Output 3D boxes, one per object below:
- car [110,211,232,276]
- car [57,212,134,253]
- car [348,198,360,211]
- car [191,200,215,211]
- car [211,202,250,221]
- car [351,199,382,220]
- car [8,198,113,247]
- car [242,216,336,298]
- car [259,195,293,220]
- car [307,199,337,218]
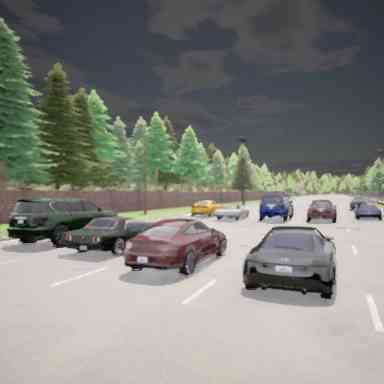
[{"bbox_3d":[-0.351,1.555,10.562,1.812,1.442,4.674,0,0,23],"label":"car"},{"bbox_3d":[-2.870,1.646,13.523,1.895,1.301,4.718,0,0,23],"label":"car"},{"bbox_3d":[20.319,1.549,40.848,1.837,1.490,4.892,0,0,24],"label":"car"},{"bbox_3d":[1.541,1.559,32.530,1.882,1.535,5.008,0,0,23],"label":"car"},{"bbox_3d":[3.529,1.664,28.311,1.895,1.301,4.718,0,0,23],"label":"car"},{"bbox_3d":[14.990,1.591,28.480,1.994,1.385,4.181,0,0,24],"label":"car"},{"bbox_3d":[-5.744,1.282,15.696,2.150,2.045,5.566,0,0,23],"label":"car"},{"bbox_3d":[2.706,1.579,8.776,1.994,1.385,4.181,0,0,23],"label":"car"},{"bbox_3d":[7.053,1.272,27.645,2.150,2.045,5.566,0,0,23],"label":"car"},{"bbox_3d":[10.427,1.389,26.632,2.097,1.767,4.553,0,0,23],"label":"car"}]
